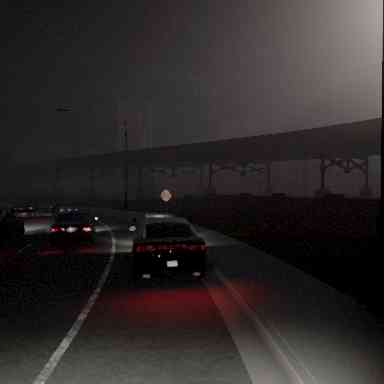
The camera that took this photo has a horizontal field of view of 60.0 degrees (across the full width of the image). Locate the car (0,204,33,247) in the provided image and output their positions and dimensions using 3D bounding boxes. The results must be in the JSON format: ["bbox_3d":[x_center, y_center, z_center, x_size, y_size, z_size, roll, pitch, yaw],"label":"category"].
[{"bbox_3d":[-8.933,1.527,14.936,2.128,1.511,4.902,0,0,-15],"label":"car"}]

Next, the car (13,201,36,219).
[{"bbox_3d":[-14.895,1.578,29.157,2.128,1.511,4.902,-1,0,-30],"label":"car"}]

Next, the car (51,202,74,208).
[{"bbox_3d":[-11.874,1.615,30.924,2.033,1.411,5.357,-1,0,-30],"label":"car"}]

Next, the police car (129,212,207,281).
[{"bbox_3d":[-0.853,1.422,10.087,1.930,1.638,5.238,0,0,-9],"label":"police car"}]

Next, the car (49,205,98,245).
[{"bbox_3d":[-5.554,1.579,15.851,2.033,1.411,5.357,0,0,-15],"label":"car"}]
